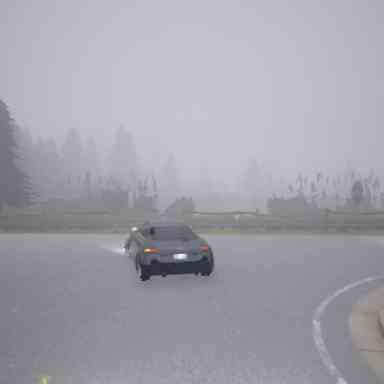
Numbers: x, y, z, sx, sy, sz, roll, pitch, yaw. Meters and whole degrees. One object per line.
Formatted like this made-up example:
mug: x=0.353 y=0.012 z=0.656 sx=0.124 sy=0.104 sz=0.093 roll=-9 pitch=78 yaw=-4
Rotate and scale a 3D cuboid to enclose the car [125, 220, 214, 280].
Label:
car: x=-0.833 y=1.539 z=10.092 sx=1.994 sy=1.385 sz=4.181 roll=0 pitch=0 yaw=-16
